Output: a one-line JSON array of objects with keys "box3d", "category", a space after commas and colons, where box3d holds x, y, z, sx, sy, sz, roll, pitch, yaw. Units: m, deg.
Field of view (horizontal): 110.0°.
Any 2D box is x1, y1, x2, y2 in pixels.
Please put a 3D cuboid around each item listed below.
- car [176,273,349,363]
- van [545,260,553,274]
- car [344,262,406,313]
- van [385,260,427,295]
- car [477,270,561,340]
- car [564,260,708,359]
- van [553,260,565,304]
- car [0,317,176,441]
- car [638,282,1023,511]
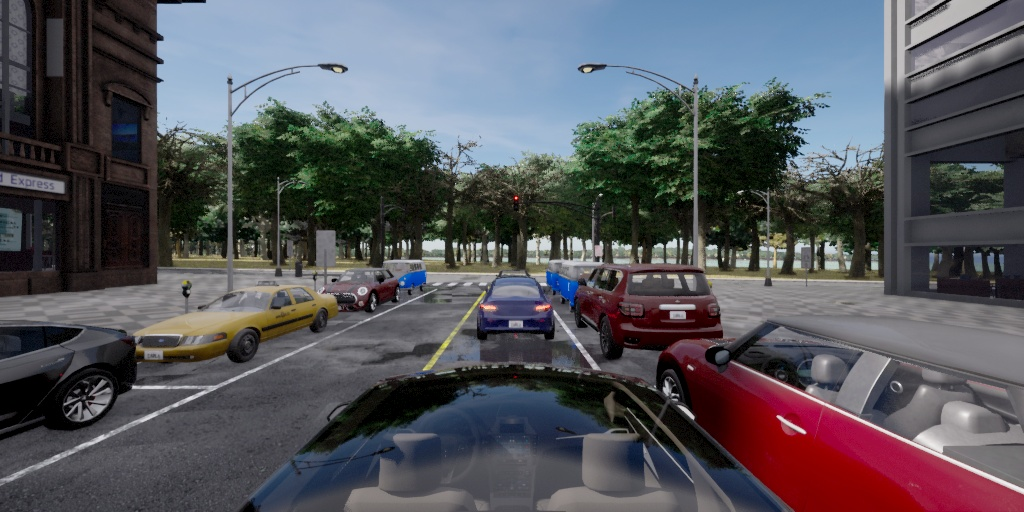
[{"box3d": [-5.765, 1.275, 8.180, 1.751, 1.417, 4.829, 0, 0, 0], "category": "car"}, {"box3d": [2.756, 1.092, 19.228, 1.690, 1.789, 3.998, 0, 0, 0], "category": "van"}, {"box3d": [-5.767, 1.190, 13.787, 1.967, 1.591, 4.097, 0, 0, 0], "category": "car"}, {"box3d": [-5.769, 1.092, 19.225, 1.690, 1.789, 3.998, 0, 0, 0], "category": "van"}, {"box3d": [0.095, 1.276, 9.890, 1.812, 1.442, 4.674, 0, 0, 0], "category": "car"}, {"box3d": [2.760, 1.065, 8.353, 2.192, 1.841, 5.009, 0, 0, 0], "category": "car"}, {"box3d": [2.758, 1.091, 13.790, 1.690, 1.789, 3.998, 0, 0, 0], "category": "van"}, {"box3d": [-5.763, 1.316, 2.912, 1.948, 1.339, 4.313, 0, 0, 0], "category": "car"}, {"box3d": [2.762, 1.190, 2.915, 1.967, 1.591, 4.097, 0, 0, 0], "category": "car"}]
